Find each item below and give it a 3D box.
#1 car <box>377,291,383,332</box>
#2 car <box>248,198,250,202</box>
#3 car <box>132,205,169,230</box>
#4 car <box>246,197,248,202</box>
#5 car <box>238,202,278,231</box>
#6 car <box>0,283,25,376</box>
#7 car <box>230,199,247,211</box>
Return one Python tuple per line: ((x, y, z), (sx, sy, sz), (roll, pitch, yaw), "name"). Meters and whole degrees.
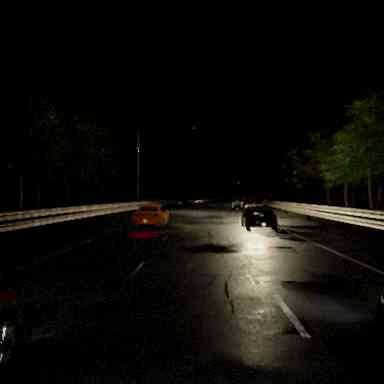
((3.656, 1.515, 3.008), (1.837, 1.490, 4.892), (0, 0, 1), "car")
((13.947, 2.752, 90.007), (2.128, 1.511, 4.902), (0, -1, 13), "car")
((-2.686, 1.625, 22.507), (1.882, 1.535, 5.008), (0, -1, 3), "car")
((11.646, 2.520, 79.472), (1.882, 1.535, 5.008), (0, -1, 12), "car")
((4.270, 1.645, 21.582), (1.837, 1.490, 4.892), (0, -1, 3), "car")
((-3.345, 1.356, 2.708), (2.097, 1.767, 4.553), (0, 0, 0), "car")
((6.454, 2.042, 47.632), (1.895, 1.301, 4.718), (0, -1, 7), "car")
